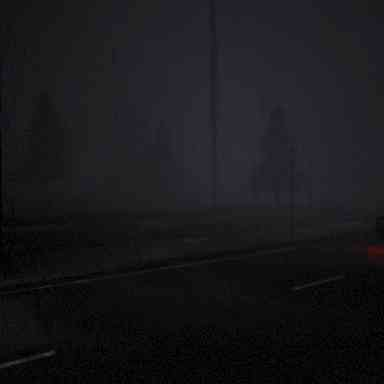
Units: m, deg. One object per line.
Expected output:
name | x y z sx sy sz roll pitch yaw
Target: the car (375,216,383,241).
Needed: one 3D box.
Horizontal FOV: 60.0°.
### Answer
car | 10.307 1.449 15.213 4.902 1.511 2.128 0 0 -35
